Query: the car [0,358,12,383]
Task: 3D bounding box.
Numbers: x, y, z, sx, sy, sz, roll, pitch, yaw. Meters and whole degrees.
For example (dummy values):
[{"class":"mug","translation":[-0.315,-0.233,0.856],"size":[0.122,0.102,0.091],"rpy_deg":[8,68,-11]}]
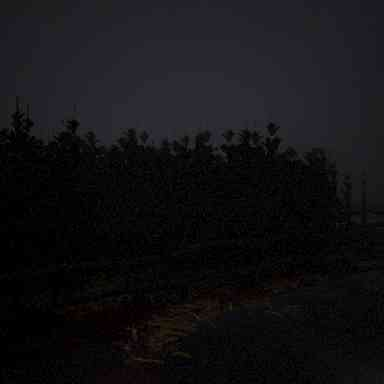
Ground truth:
[{"class":"car","translation":[-3.017,1.564,1.348],"size":[4.181,1.385,1.994],"rpy_deg":[0,0,-35]}]
